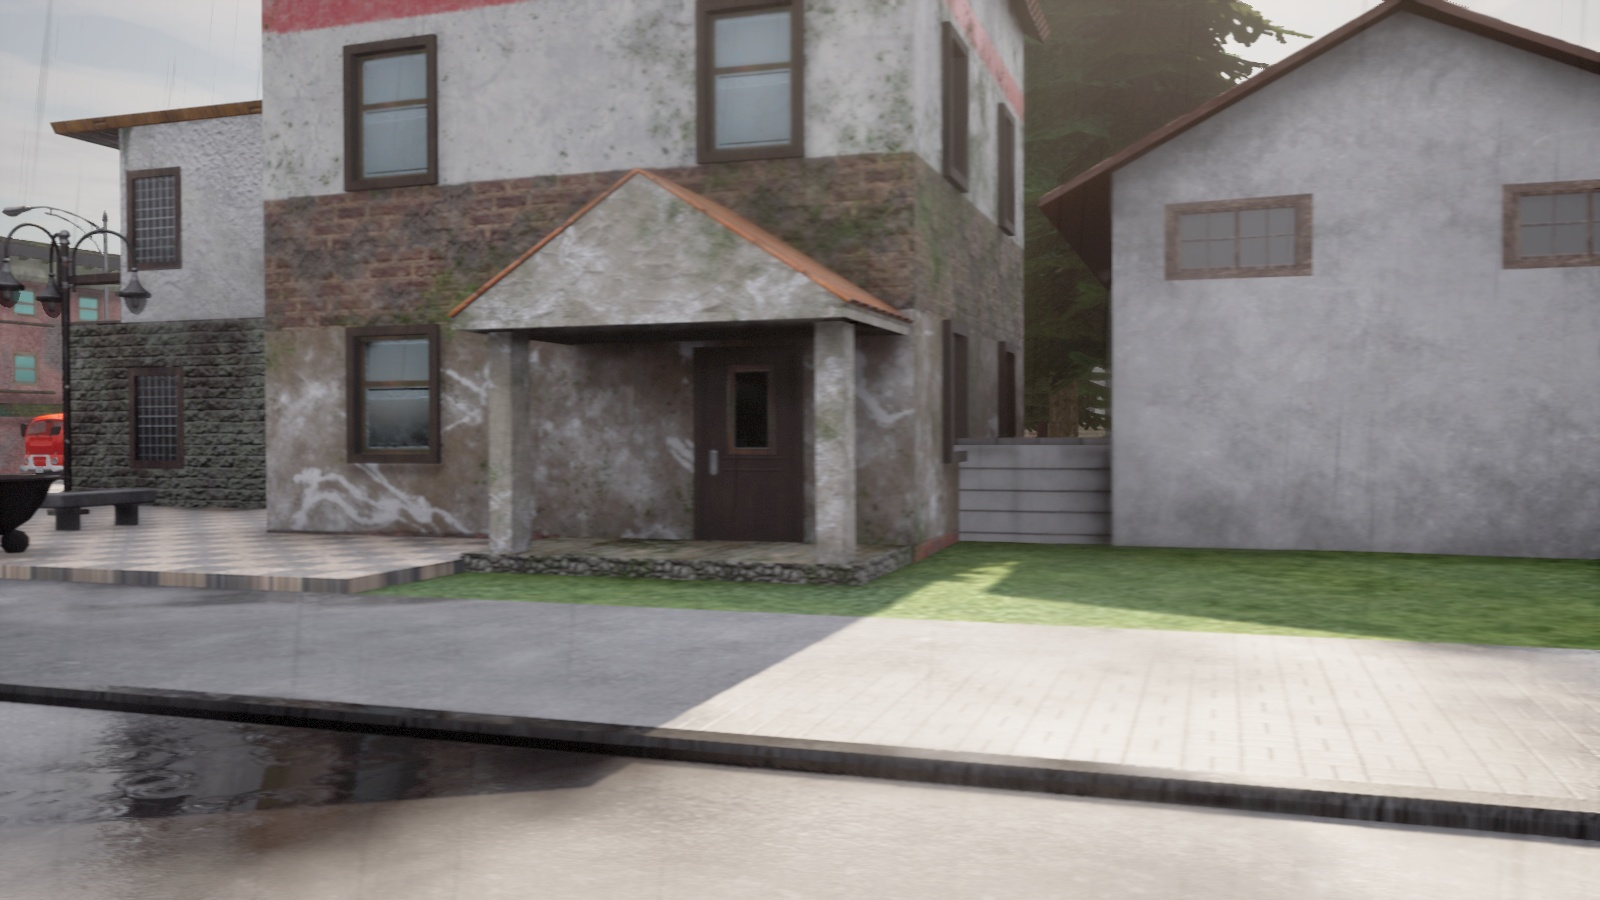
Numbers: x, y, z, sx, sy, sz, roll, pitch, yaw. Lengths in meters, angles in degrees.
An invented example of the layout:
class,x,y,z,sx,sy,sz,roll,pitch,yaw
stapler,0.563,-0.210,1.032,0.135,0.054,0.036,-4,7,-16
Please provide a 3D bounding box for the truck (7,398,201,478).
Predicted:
class,x,y,z,sx,sy,sz,roll,pitch,yaw
truck,-23.002,-0.408,41.778,2.627,2.467,5.204,1,1,19
